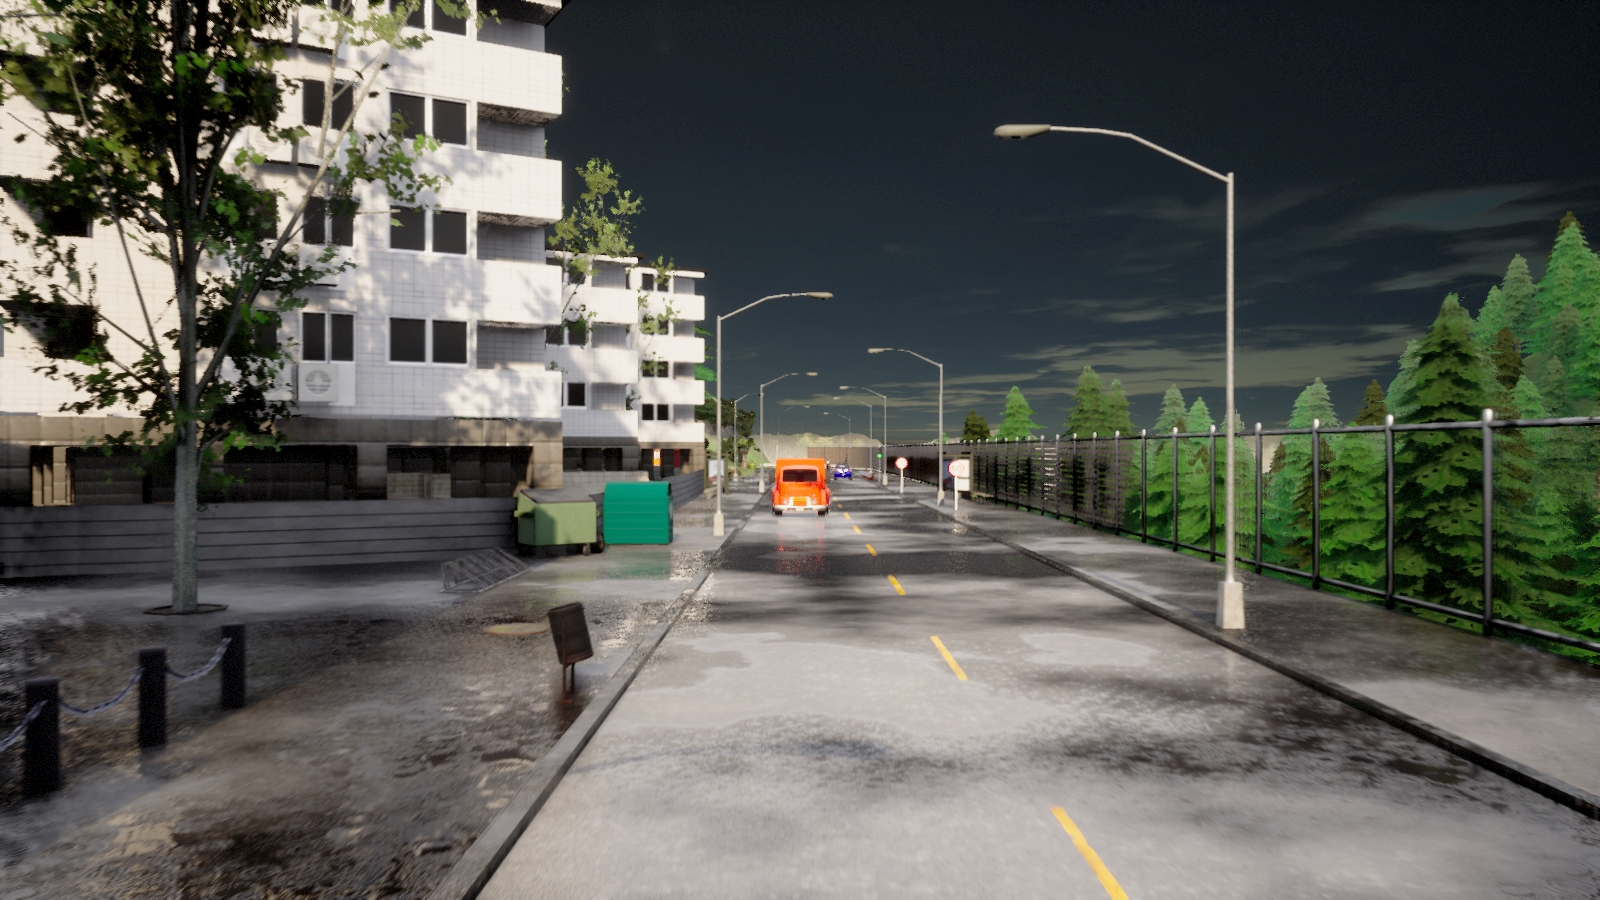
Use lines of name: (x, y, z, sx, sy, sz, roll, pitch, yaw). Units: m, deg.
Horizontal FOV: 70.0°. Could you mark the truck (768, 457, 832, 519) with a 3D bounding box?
truck: (0.024, 1.568, 49.059, 2.627, 2.467, 5.204, 0, 0, 1)
